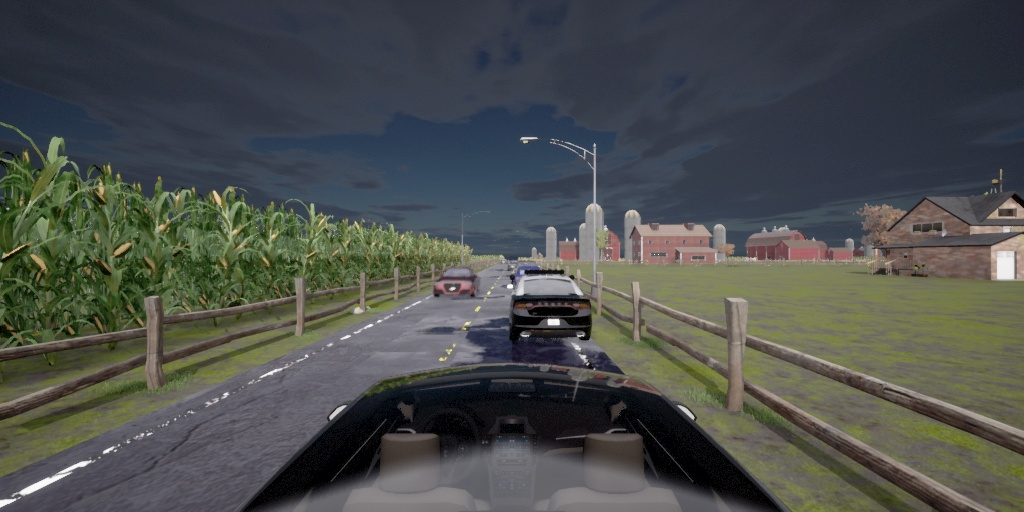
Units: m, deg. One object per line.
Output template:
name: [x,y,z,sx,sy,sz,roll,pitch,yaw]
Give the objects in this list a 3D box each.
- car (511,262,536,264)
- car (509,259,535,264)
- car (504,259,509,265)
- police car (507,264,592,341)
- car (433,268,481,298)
car: [0.961,1.275,19.943,1.812,1.442,4.674,0,0,0]
car: [1.004,1.100,25.913,2.097,1.767,4.553,0,0,0]
car: [0.377,1.264,48.412,2.128,1.511,4.902,0,0,1]
police car: [0.887,1.175,10.053,1.930,1.638,5.238,0,0,0]
car: [-2.725,1.313,18.479,1.994,1.385,4.181,0,0,0]
